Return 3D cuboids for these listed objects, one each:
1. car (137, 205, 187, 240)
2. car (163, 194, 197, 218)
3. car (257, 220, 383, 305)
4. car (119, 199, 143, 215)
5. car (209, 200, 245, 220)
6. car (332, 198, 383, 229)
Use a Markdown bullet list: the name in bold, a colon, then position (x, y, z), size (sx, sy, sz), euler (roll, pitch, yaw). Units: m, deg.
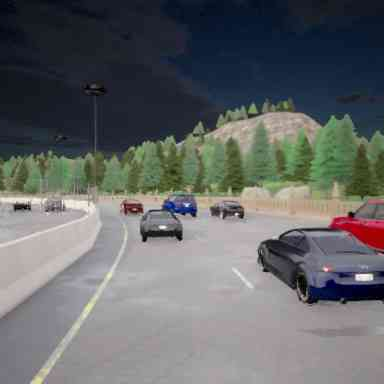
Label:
- **car**: position (-1.673, 1.572, 17.094), size (1.994, 1.385, 4.181), euler (0, 0, -10)
- **car**: position (-1.195, 1.228, 30.103), size (2.150, 2.045, 5.566), euler (0, 0, -17)
- **car**: position (3.026, 1.553, 8.170), size (1.994, 1.385, 4.181), euler (0, 0, -5)
- **car**: position (-6.295, 1.504, 34.201), size (1.882, 1.535, 5.008), euler (0, 0, -19)
- **car**: position (2.876, 1.496, 28.488), size (1.837, 1.490, 4.892), euler (0, 0, -16)
- **car**: position (6.400, 1.198, 10.260), size (2.150, 2.045, 5.566), euler (0, 0, -6)
